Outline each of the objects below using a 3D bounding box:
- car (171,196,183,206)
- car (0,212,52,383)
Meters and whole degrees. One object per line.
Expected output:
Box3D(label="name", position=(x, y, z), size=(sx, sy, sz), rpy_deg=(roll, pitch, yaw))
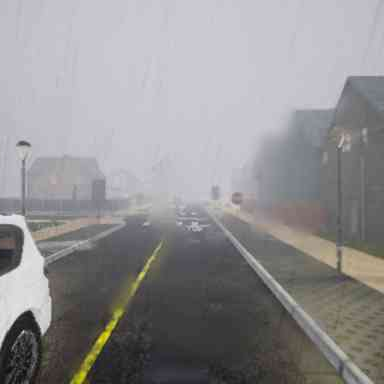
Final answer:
Box3D(label="car", position=(-2.740, 1.516, 61.935), size=(2.097, 1.767, 4.553), rpy_deg=(0, 0, 0))
Box3D(label="car", position=(-2.849, 1.230, 2.012), size=(2.150, 2.045, 5.566), rpy_deg=(0, 0, 0))
